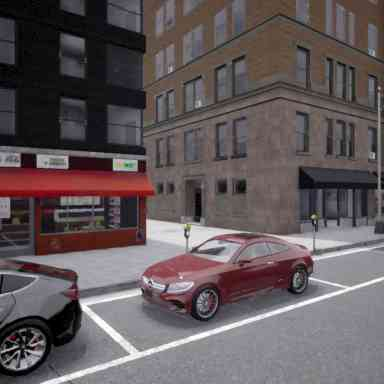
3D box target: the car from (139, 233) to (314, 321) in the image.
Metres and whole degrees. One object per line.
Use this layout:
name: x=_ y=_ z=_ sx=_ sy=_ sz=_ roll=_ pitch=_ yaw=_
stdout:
car: x=0.931 y=1.582 z=7.195 sx=4.206 sy=1.307 sz=1.802 roll=0 pitch=0 yaw=-35

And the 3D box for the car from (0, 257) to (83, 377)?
car: x=-3.550 y=1.566 z=4.003 sx=4.313 sy=1.339 sz=1.947 roll=0 pitch=0 yaw=-35
